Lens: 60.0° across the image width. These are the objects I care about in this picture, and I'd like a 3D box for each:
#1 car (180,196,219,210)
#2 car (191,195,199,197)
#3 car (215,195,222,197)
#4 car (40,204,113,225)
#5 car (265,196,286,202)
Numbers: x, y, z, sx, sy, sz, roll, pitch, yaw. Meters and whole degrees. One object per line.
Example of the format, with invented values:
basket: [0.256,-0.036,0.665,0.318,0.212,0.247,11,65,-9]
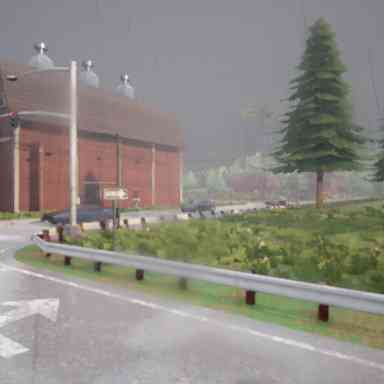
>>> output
car: [0.692,1.527,36.033,1.837,1.490,4.892,0,1,37]
car: [0.693,1.528,81.964,1.816,1.474,4.193,0,0,36]
car: [7.265,1.543,93.088,1.784,1.438,3.905,0,0,36]
car: [-8.083,1.571,24.201,2.033,1.411,5.357,0,0,37]
car: [13.332,1.381,52.918,2.097,1.767,4.553,0,0,37]
